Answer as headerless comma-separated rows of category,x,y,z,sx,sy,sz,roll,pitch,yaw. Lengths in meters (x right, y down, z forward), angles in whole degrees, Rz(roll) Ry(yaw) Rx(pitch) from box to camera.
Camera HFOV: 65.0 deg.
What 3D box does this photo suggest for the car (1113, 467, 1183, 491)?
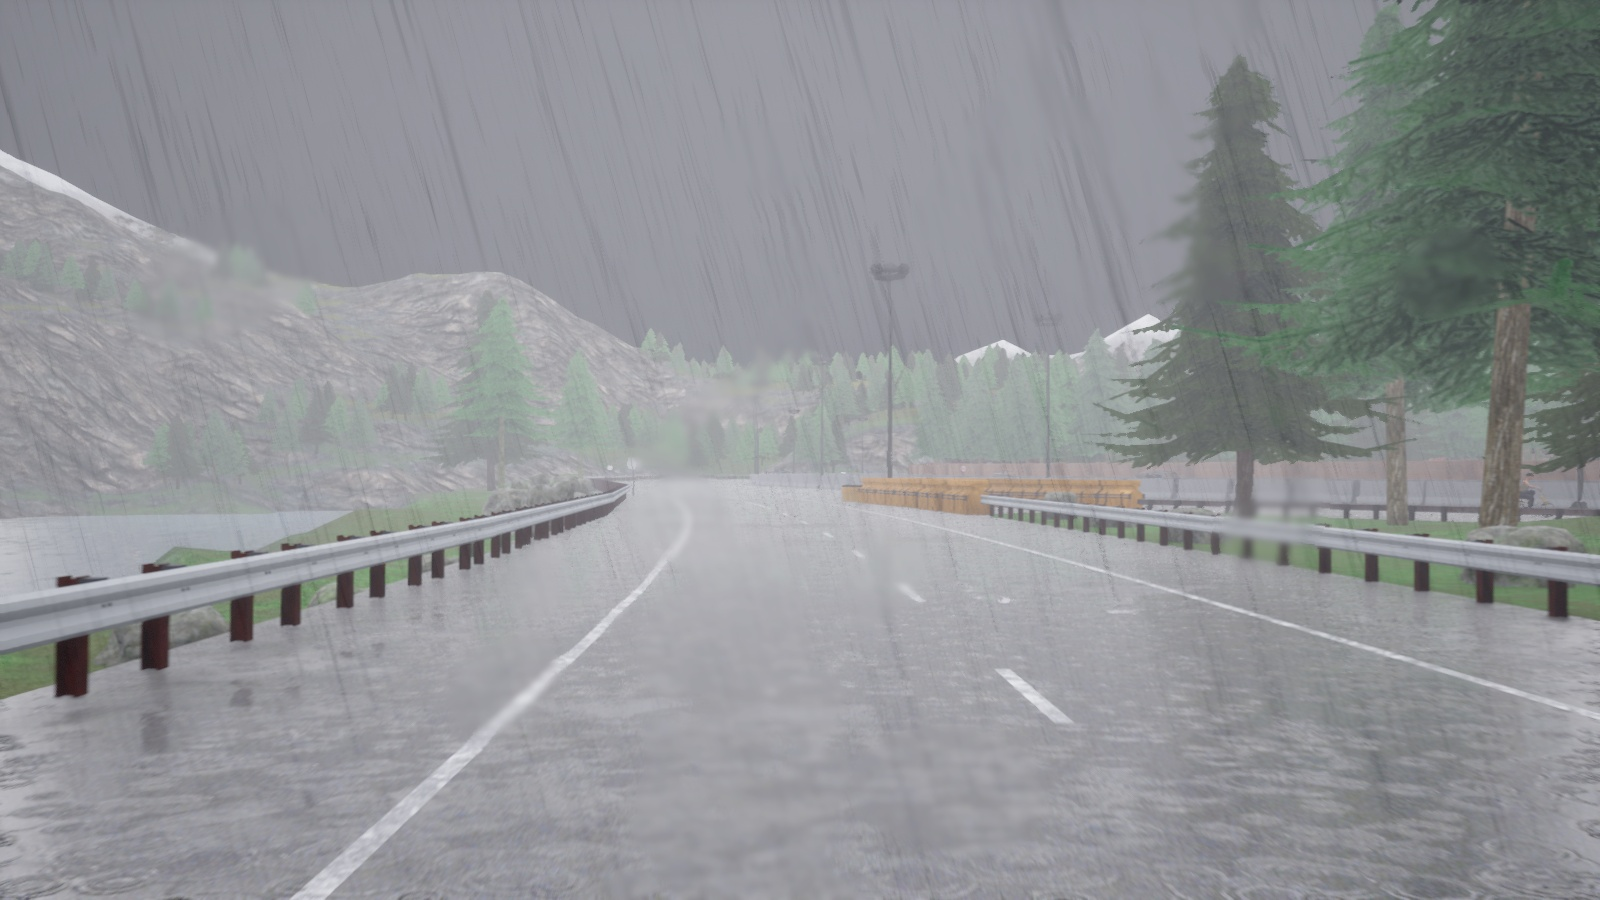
car,25.239,2.083,91.235,2.242,1.667,4.611,0,-1,-29
